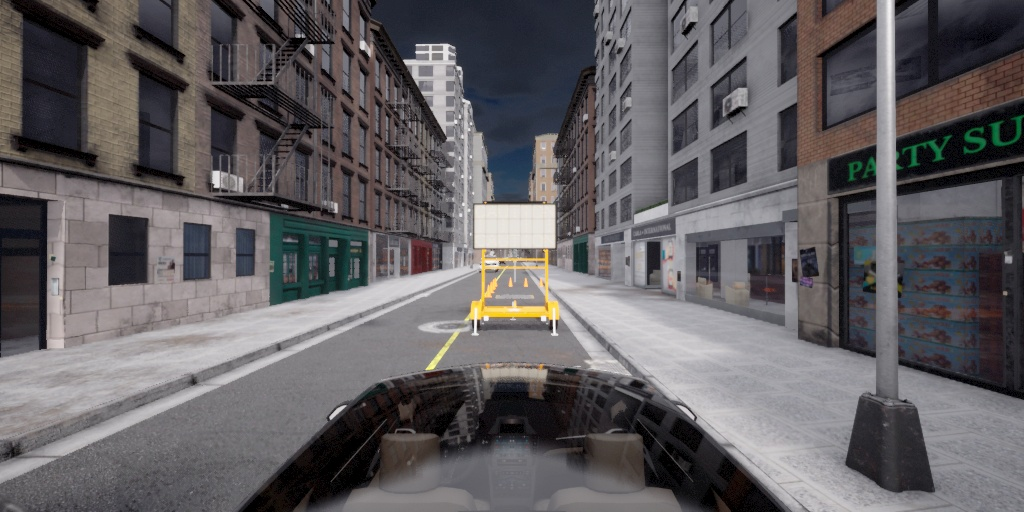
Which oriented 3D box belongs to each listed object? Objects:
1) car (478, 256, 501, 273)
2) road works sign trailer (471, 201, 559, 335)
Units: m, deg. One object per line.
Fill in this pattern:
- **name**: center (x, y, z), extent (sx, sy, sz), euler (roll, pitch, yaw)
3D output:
- **car**: center (-2.763, 0.958, 43.167), extent (2.150, 2.045, 5.566), euler (0, 0, 0)
- **road works sign trailer**: center (0.085, 0.214, 10.442), extent (2.380, 3.560, 2.880), euler (0, 0, 1)
